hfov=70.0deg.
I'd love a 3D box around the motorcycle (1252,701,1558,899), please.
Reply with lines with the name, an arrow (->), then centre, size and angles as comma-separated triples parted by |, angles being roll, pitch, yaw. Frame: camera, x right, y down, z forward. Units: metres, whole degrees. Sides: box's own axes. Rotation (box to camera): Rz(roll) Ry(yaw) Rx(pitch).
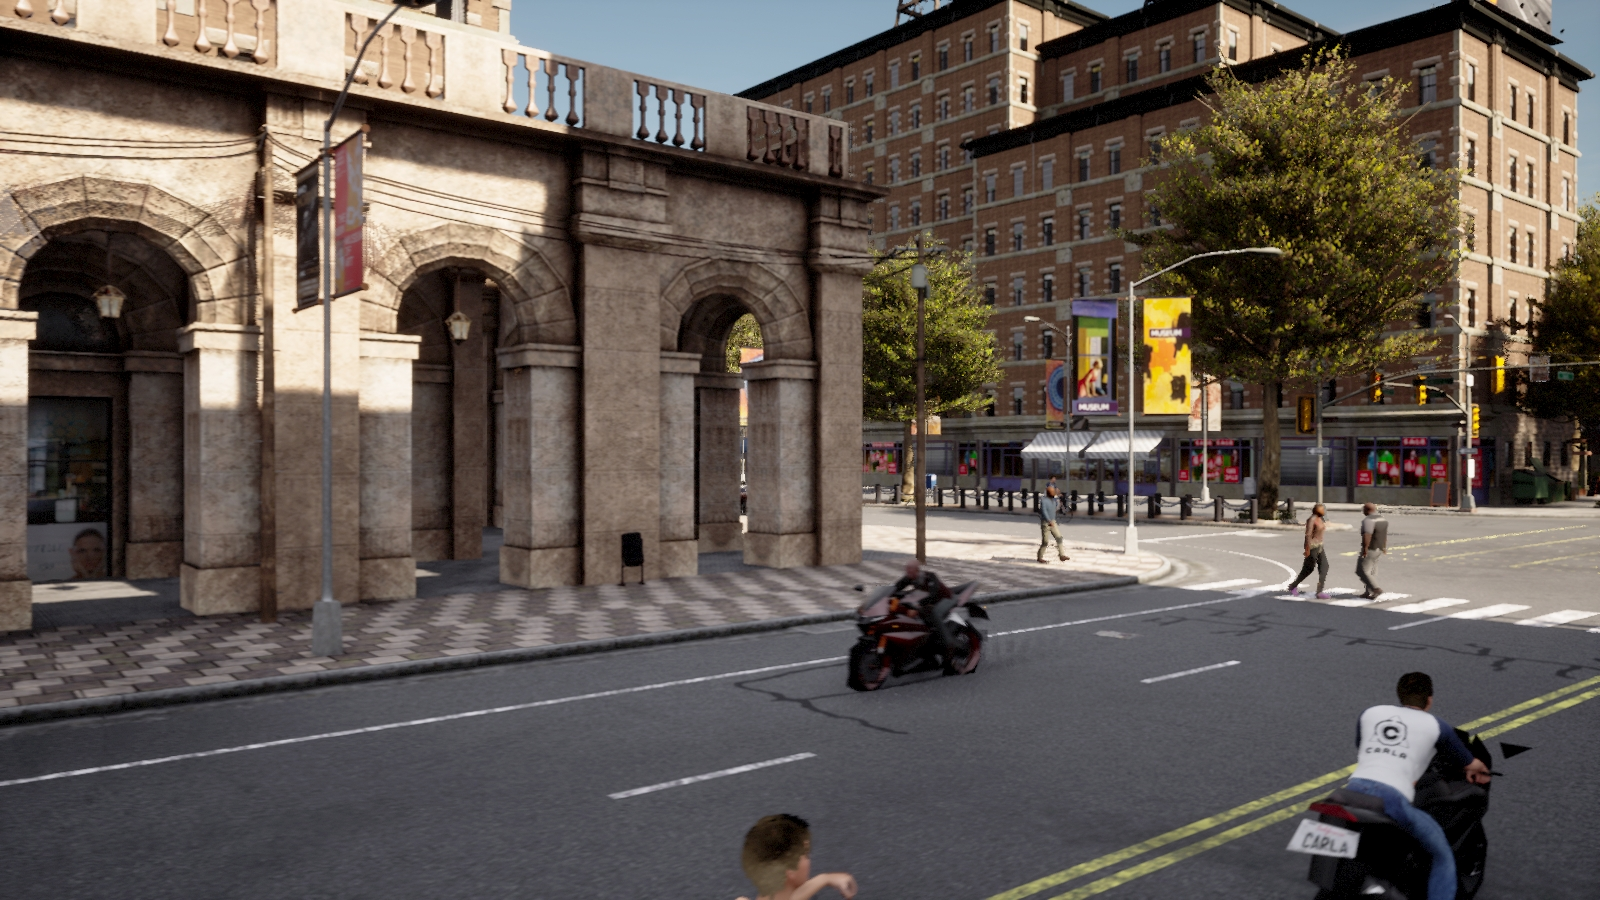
motorcycle -> 3.500, 2.213, 6.526 | 2.033, 1.145, 0.803 | 0, 0, -39

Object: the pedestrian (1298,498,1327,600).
pedestrian -> 9.607, 1.849, 21.427 | 0.375, 1.860, 0.375 | 0, 0, -39

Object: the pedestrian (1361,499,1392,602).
pedestrian -> 10.670, 1.849, 21.149 | 0.375, 1.860, 0.375 | 0, 0, -34

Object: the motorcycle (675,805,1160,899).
motorcycle -> 0.207, 2.170, 3.901 | 2.356, 1.277, 0.764 | 0, 0, -39

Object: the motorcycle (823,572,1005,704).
motorcycle -> 1.405, 2.205, 13.768 | 2.209, 1.251, 0.867 | 0, 0, -39

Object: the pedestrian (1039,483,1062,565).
pedestrian -> 5.780, 1.696, 26.384 | 0.375, 1.860, 0.375 | 0, 0, -37
